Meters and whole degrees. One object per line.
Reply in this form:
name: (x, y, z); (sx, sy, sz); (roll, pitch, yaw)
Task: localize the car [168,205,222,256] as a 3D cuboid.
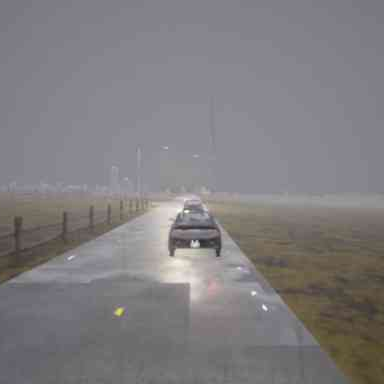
car: (0.102, 1.471, 13.058); (2.128, 1.511, 4.902); (0, 0, 0)

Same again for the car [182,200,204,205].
car: (0.105, 1.423, 30.836); (1.812, 1.442, 4.674); (0, 0, 0)
